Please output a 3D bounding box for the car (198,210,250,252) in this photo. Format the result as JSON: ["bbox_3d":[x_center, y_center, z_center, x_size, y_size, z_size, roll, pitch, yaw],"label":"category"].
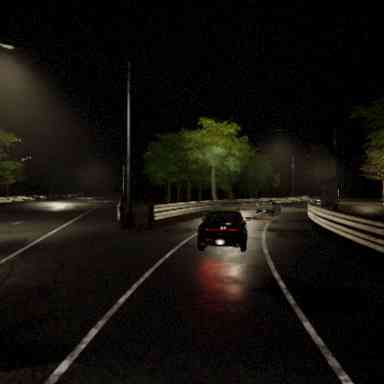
[{"bbox_3d":[1.408,1.518,14.128,1.837,1.490,4.892,0,0,10],"label":"car"}]

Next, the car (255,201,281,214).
[{"bbox_3d":[8.303,1.641,35.731,1.895,1.301,4.718,0,0,26],"label":"car"}]
